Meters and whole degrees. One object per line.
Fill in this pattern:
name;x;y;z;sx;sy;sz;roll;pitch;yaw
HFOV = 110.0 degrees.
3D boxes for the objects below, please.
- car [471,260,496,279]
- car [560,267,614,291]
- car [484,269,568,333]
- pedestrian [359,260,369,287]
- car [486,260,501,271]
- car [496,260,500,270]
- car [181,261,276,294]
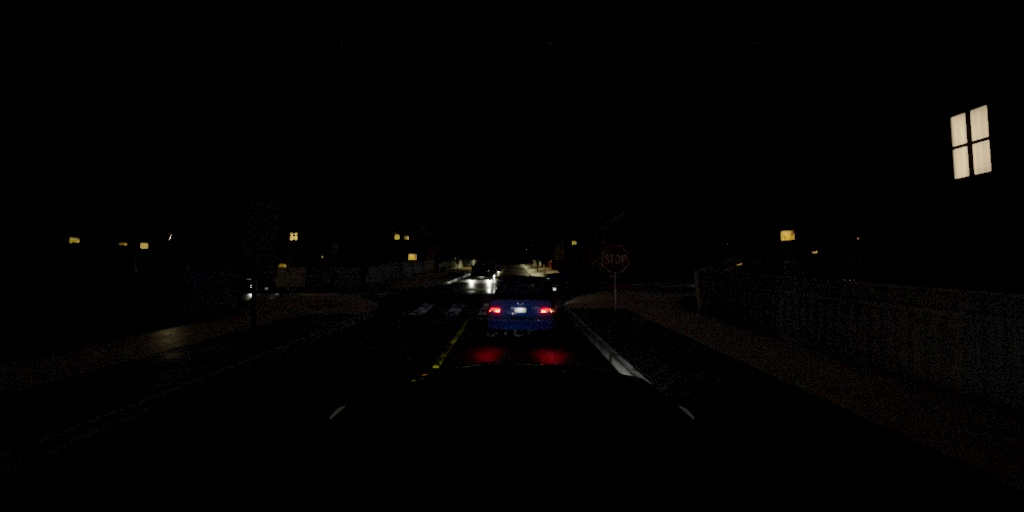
car;-2.806;1.291;34.293;1.882;1.535;5.008;0;0;0
car;3.942;1.371;21.888;4.674;1.442;1.812;0;-3;-8
car;0.375;1.306;10.809;2.033;1.411;5.357;0;0;4
pedestrian;-9.791;1.137;23.672;0.375;1.860;0.375;0;-3;-1
car;-2.743;1.368;53.832;1.882;1.535;5.008;0;0;0
car;-2.787;1.351;43.745;1.837;1.490;4.892;0;0;0
car;-14.475;1.052;17.999;4.553;1.767;2.097;0;-3;2
